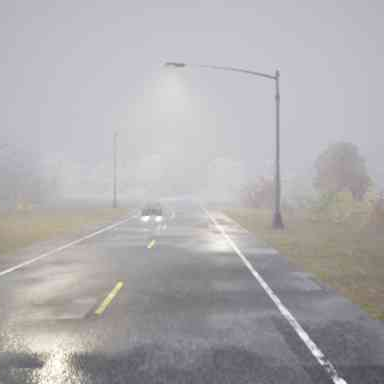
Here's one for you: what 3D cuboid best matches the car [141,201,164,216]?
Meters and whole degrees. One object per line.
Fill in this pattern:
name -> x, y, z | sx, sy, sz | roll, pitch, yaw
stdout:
car -> -3.785, 1.588, 32.561 | 1.994, 1.385, 4.181 | 0, 0, -2
